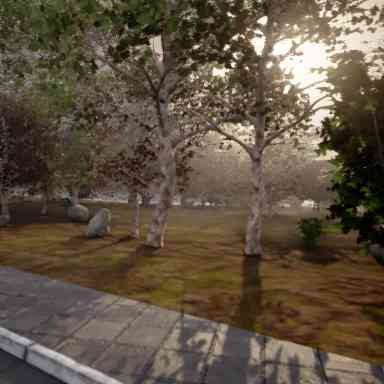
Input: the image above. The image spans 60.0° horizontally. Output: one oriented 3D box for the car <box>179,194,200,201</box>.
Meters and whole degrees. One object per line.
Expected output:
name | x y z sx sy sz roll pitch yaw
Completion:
car | -1.214 1.388 93.278 2.435 2.045 5.566 6 1 42
